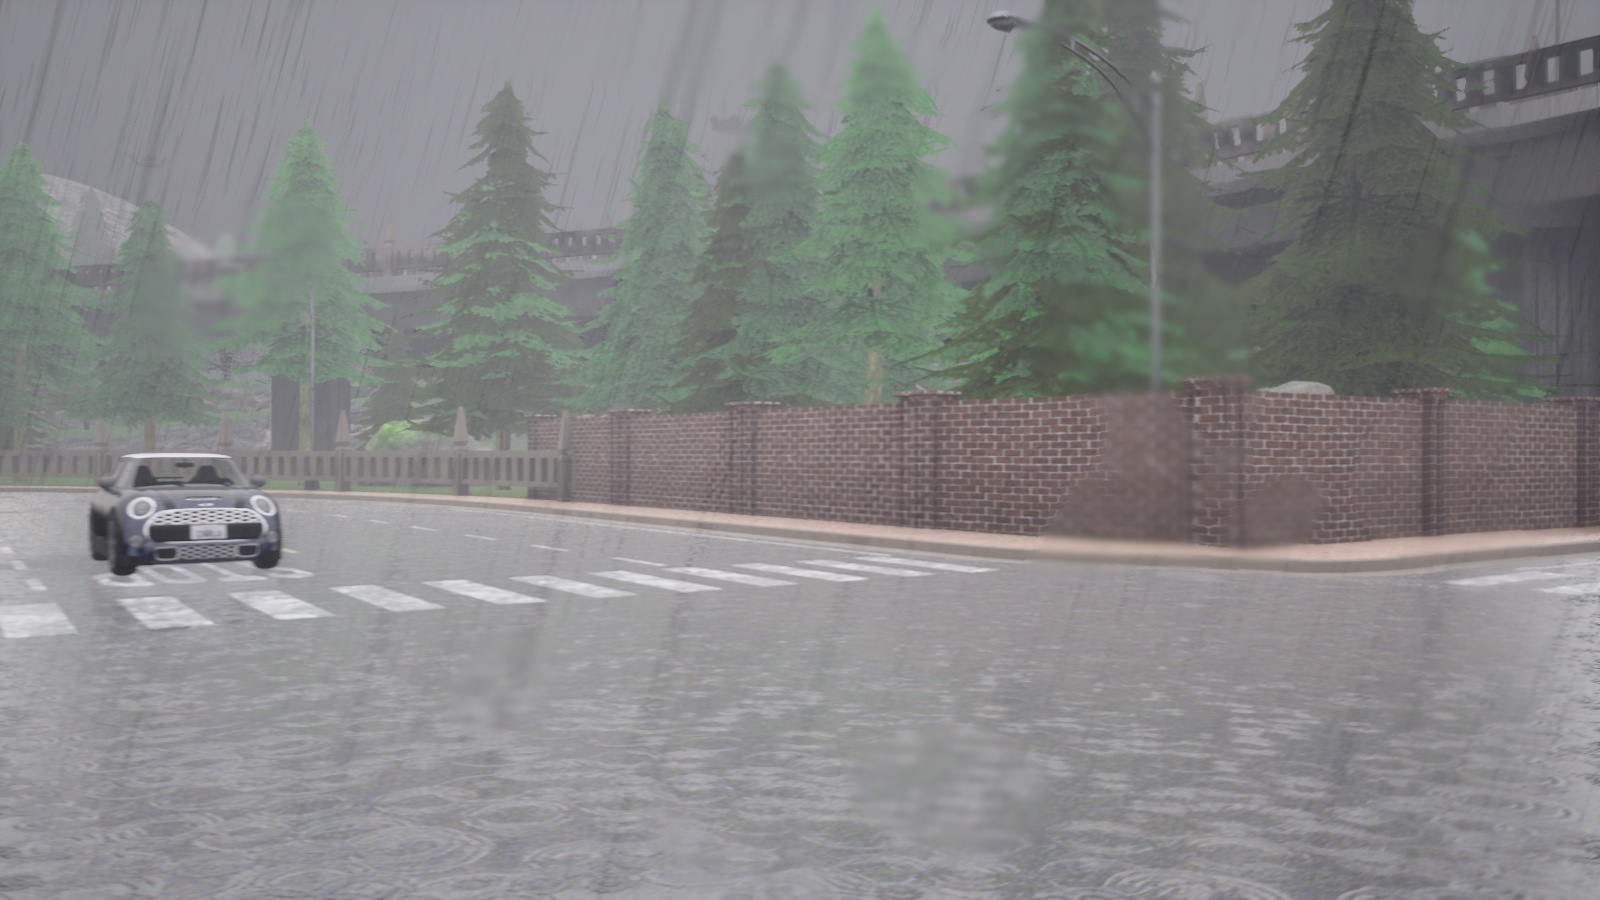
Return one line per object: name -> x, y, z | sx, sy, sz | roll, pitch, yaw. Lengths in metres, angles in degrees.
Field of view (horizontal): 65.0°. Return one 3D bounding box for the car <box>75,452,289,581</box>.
car -> -8.191, 0.770, 16.462 | 1.970, 1.475, 3.806 | 0, 0, -35
